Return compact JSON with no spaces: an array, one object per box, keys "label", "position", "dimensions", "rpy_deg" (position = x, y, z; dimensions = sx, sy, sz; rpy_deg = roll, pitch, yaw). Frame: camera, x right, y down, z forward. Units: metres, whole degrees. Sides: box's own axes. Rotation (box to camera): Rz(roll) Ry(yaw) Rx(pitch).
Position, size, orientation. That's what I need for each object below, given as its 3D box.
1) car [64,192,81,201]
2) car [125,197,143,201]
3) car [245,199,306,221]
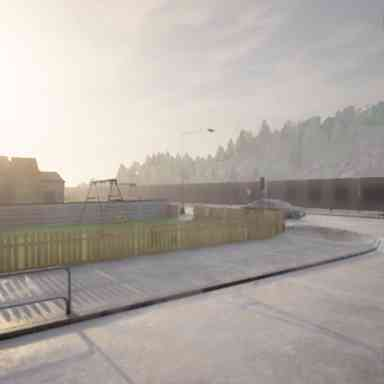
[{"label":"car","position":[-23.967,1.024,66.508],"dimensions":[2.150,2.045,5.566],"rpy_deg":[-1,0,-36]},{"label":"car","position":[-7.361,1.358,43.350],"dimensions":[1.994,1.385,4.181],"rpy_deg":[-1,0,-36]},{"label":"car","position":[6.066,1.296,24.608],"dimensions":[1.837,1.490,4.892],"rpy_deg":[-1,0,-36]}]
